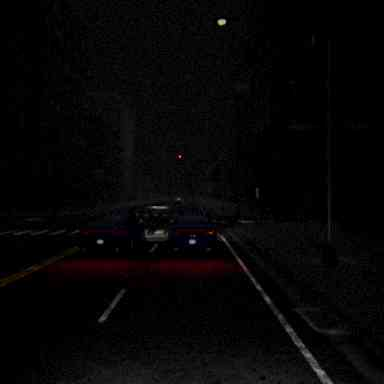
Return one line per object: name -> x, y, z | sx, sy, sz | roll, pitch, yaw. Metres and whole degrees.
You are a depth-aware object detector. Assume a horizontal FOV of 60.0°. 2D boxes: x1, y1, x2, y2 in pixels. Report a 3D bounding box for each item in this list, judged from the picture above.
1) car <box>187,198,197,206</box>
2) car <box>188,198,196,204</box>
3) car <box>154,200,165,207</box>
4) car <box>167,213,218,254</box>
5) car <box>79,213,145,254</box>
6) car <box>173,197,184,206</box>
car -> 0.032, 2.093, 74.018 | 2.097, 1.767, 4.553 | 0, -1, 0
car -> 0.036, 2.187, 84.051 | 1.882, 1.535, 5.008 | 0, -1, 0
car -> -6.473, 2.270, 67.167 | 1.895, 1.301, 4.718 | 0, -1, 0
car -> 0.040, 1.623, 14.212 | 1.882, 1.535, 5.008 | 0, 0, 1
car -> -3.214, 1.623, 14.208 | 1.882, 1.535, 5.008 | 0, 0, 1
car -> -3.218, 2.334, 74.077 | 1.895, 1.301, 4.718 | 0, -1, 0
